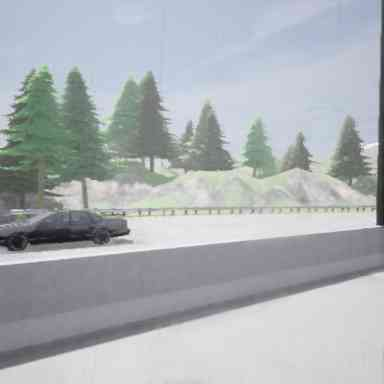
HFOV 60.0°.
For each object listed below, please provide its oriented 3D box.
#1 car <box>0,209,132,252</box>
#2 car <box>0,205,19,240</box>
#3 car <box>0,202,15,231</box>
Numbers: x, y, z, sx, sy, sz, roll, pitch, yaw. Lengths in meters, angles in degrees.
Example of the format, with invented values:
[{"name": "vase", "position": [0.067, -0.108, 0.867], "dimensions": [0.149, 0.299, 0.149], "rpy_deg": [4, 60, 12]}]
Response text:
[{"name": "car", "position": [-5.129, 1.385, 13.122], "dimensions": [5.357, 1.411, 2.033], "rpy_deg": [1, 0, -34]}, {"name": "car", "position": [-10.327, 1.305, 13.821], "dimensions": [5.357, 1.411, 2.033], "rpy_deg": [1, 0, -34]}, {"name": "car", "position": [-12.090, 1.260, 16.852], "dimensions": [5.357, 1.411, 2.033], "rpy_deg": [1, 0, -34]}]
